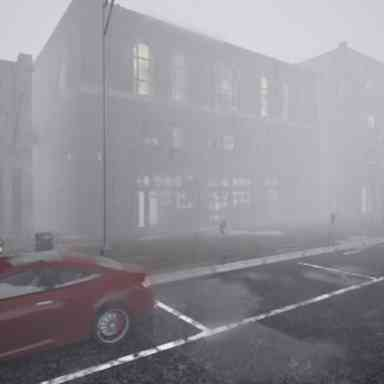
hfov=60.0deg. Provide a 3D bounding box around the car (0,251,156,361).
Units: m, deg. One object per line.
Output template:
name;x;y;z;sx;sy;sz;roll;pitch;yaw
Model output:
car;-2.539;1.582;4.751;4.206;1.307;1.802;0;0;-35
